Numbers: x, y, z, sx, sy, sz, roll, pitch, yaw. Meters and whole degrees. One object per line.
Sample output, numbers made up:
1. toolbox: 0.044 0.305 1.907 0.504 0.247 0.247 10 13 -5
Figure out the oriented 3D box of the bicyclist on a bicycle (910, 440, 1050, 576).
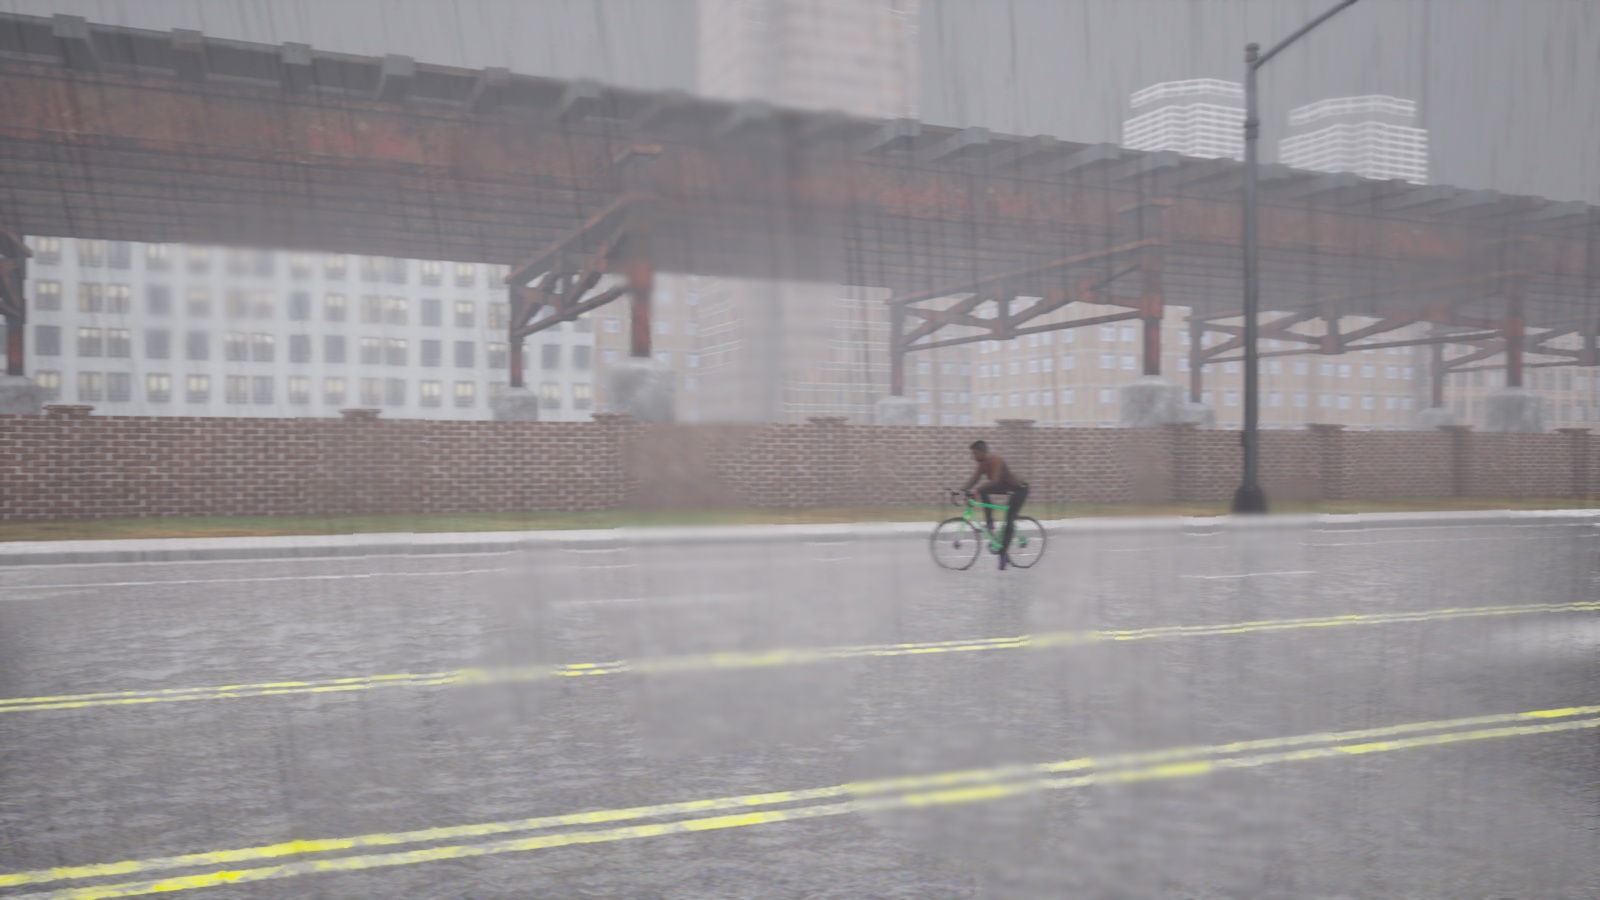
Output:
1. bicyclist on a bicycle: 2.243 0.694 15.626 1.656 1.620 0.582 0 0 -22
